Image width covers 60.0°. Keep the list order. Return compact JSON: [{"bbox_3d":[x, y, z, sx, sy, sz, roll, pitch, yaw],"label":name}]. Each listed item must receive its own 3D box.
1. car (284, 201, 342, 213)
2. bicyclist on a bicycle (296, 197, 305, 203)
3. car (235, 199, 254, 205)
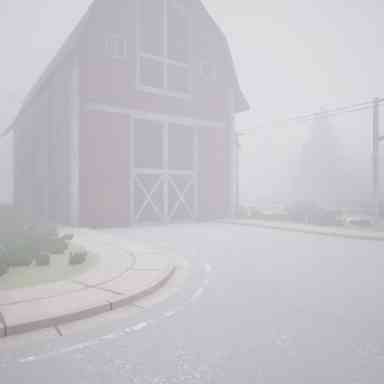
[{"bbox_3d":[10.964,1.574,30.625,2.033,1.411,5.357,0,0,-35],"label":"car"},{"bbox_3d":[13.285,1.322,40.249,1.656,1.620,0.582,46,-25,-24],"label":"bicyclist on a bicycle"},{"bbox_3d":[5.415,1.552,38.675,1.812,1.442,4.674,0,0,-34],"label":"car"}]
